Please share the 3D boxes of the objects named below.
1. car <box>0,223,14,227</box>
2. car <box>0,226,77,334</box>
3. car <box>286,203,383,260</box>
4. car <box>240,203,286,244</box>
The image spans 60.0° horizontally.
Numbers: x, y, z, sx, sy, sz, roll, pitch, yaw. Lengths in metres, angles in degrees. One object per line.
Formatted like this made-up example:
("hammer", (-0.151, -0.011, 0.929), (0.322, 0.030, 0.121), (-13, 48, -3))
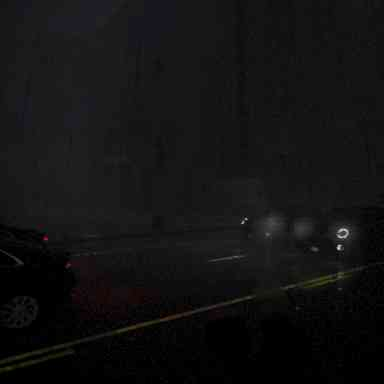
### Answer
("car", (-6.121, 1.491, 8.220), (4.902, 1.511, 2.128), (0, 0, -35))
("car", (-4.364, 1.505, 5.173), (4.892, 1.490, 1.837), (0, 0, -35))
("car", (5.960, 1.333, 12.499), (4.553, 1.767, 2.097), (0, 0, -35))
("car", (4.394, 1.332, 15.677), (4.553, 1.767, 2.097), (0, 0, -35))
